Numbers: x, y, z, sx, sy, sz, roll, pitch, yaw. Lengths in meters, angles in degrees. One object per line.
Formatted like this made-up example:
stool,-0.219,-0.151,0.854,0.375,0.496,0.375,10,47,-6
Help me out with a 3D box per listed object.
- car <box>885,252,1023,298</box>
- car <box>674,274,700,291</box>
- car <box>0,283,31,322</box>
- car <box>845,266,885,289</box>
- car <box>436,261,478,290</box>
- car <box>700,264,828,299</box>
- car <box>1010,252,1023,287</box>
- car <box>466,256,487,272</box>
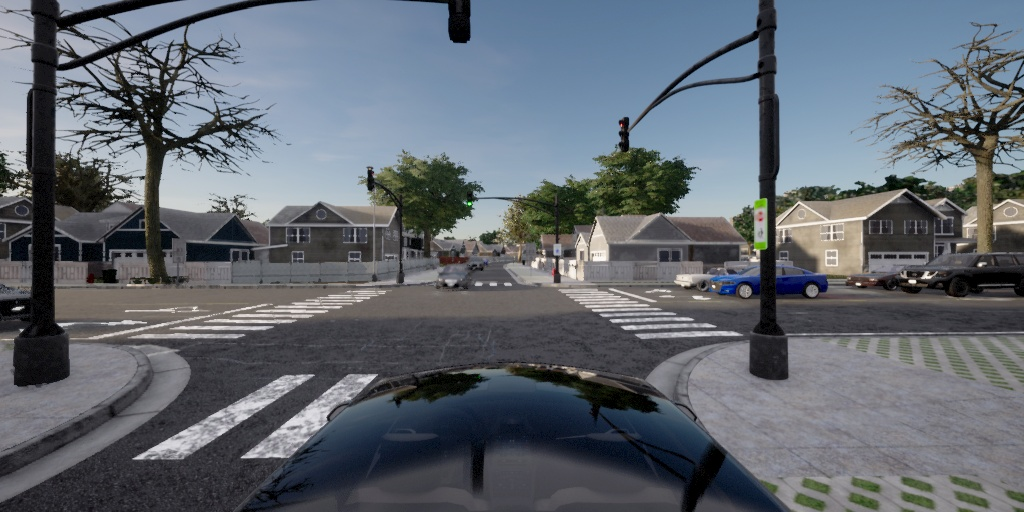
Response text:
car,21.943,0.852,17.247,5.566,2.045,2.150,0,0,-1
car,11.796,1.308,20.225,4.718,1.301,1.895,0,0,-2
car,-15.228,1.227,9.554,4.181,1.385,1.994,0,0,-2
car,22.401,1.197,20.504,5.357,1.411,2.033,0,0,-1
car,-3.487,1.292,22.222,2.128,1.511,4.902,0,0,-3
car,12.007,1.161,16.979,5.008,1.535,1.882,0,0,-2
car,33.119,0.769,20.780,5.566,2.045,2.150,-1,0,-1
car,-4.784,1.060,46.860,2.150,2.045,5.566,0,2,-3
